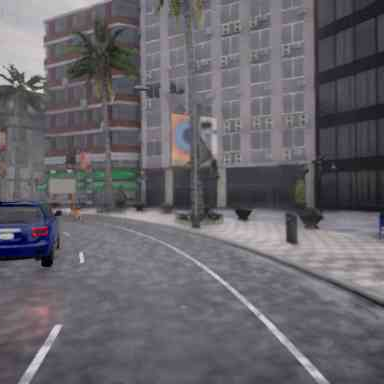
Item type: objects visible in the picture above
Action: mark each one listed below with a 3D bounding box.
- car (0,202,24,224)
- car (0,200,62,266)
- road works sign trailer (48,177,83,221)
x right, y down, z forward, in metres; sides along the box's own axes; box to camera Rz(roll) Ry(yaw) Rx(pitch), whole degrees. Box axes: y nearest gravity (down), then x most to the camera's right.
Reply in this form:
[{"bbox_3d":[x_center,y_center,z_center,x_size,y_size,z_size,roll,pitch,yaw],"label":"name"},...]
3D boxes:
[{"bbox_3d":[-15.410,1.638,26.749,2.128,1.511,4.902,0,0,-42],"label":"car"},{"bbox_3d":[-5.826,1.278,11.473,2.150,2.045,5.566,0,0,-19],"label":"car"},{"bbox_3d":[-10.694,0.560,27.274,2.880,3.560,2.380,-1,0,44],"label":"road works sign trailer"}]
